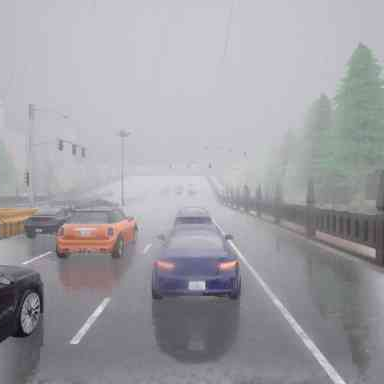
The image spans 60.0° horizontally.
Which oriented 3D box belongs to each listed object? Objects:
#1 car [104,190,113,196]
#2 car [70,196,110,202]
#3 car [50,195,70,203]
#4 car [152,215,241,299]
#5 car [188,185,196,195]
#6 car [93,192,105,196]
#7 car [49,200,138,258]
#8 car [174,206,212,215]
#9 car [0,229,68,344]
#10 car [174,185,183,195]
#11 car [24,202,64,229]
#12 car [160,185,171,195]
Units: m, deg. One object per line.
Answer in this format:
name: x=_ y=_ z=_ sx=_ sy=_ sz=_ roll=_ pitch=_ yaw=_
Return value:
car: x=-21.108 y=0.300 z=83.145 sx=2.128 sy=1.511 sz=4.902 roll=0 pitch=6 yaw=0
car: x=-11.280 y=1.547 z=39.879 sx=5.357 sy=1.411 sz=2.033 roll=0 pitch=0 yaw=-42
car: x=-21.189 y=1.351 z=53.797 sx=2.097 sy=1.767 sz=4.553 roll=0 pitch=0 yaw=0
car: x=0.083 y=1.526 z=8.305 sx=1.812 sy=1.442 sz=4.674 roll=0 pitch=0 yaw=0
car: x=-0.098 y=-0.069 z=86.023 sx=1.882 sy=1.535 sz=5.008 roll=0 pitch=7 yaw=0
car: x=-21.143 y=1.149 z=72.917 sx=1.994 sy=1.385 sz=4.181 roll=0 pitch=3 yaw=0
car: x=-3.428 y=1.352 z=12.836 sx=2.097 sy=1.767 sz=4.553 roll=0 pitch=0 yaw=0
car: x=0.062 y=1.478 z=17.636 sx=1.882 sy=1.535 sz=5.008 roll=0 pitch=0 yaw=0
car: x=-3.410 y=1.492 z=3.720 sx=2.128 sy=1.511 sz=4.902 roll=0 pitch=0 yaw=0
car: x=-3.598 y=-0.047 z=86.036 sx=1.837 sy=1.490 sz=4.892 roll=0 pitch=7 yaw=0
car: x=-6.940 y=1.505 z=17.477 sx=1.837 sy=1.490 sz=4.892 roll=0 pitch=0 yaw=0
car: x=-7.098 y=-0.054 z=86.168 sx=1.837 sy=1.490 sz=4.892 roll=0 pitch=7 yaw=0
